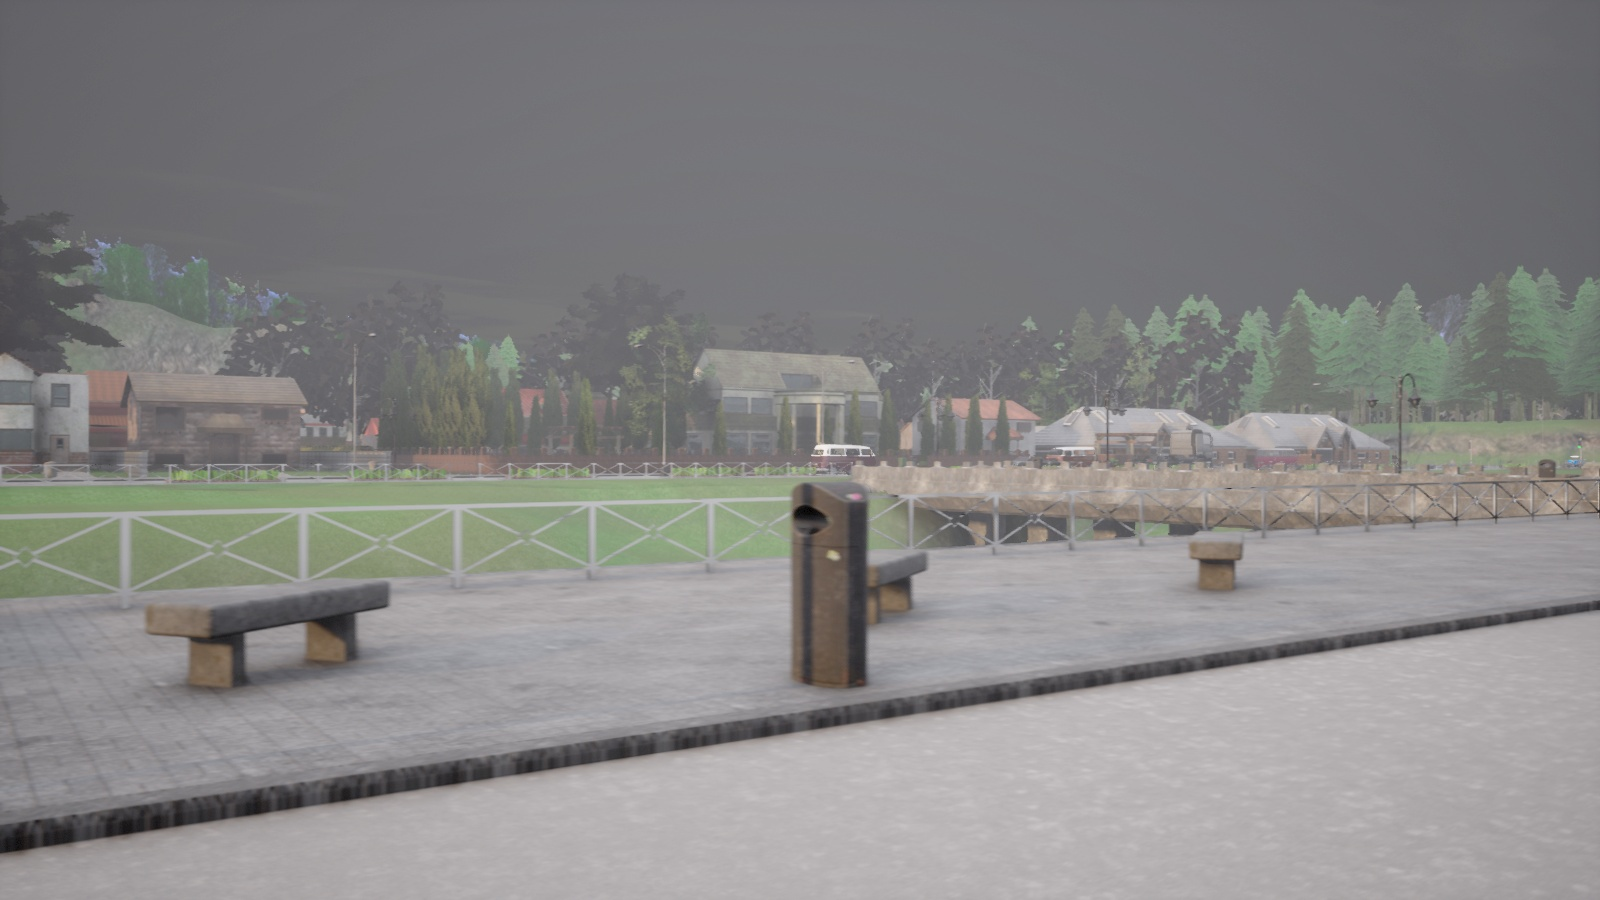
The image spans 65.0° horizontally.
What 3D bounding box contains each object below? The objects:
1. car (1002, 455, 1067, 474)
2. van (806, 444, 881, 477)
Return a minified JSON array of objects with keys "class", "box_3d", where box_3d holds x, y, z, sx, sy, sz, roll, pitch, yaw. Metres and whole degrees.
[{"class":"car","box_3d":[17.059,1.033,91.296,4.718,1.301,1.895,0,0,-35]},{"class":"van","box_3d":[2.838,0.662,81.404,4.480,2.038,2.069,0,0,-35]}]
